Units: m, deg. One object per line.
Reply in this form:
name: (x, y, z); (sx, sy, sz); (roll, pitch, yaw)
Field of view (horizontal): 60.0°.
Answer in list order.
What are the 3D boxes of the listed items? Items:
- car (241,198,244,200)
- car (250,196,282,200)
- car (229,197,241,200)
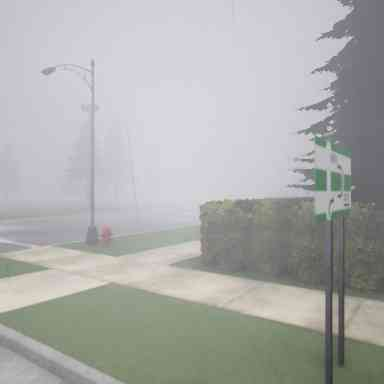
car: (9.626, 1.562, 50.432); (1.994, 1.385, 4.181); (0, 0, 36)
car: (10.153, 1.525, 45.286); (1.812, 1.442, 4.674); (0, 0, 36)
car: (7.188, 1.546, 53.035); (2.033, 1.411, 5.357); (0, 0, 36)
